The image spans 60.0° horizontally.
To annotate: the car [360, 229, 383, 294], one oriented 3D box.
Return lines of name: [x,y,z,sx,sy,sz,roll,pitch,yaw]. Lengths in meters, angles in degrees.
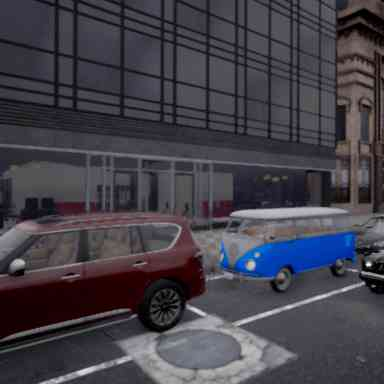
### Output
car: [5.793,1.564,7.502,4.718,1.301,1.895,0,0,-35]

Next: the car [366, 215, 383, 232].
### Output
car: [7.099,1.498,11.819,4.403,1.369,2.008,0,1,-35]

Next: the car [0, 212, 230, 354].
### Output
car: [-2.060,1.310,5.285,5.009,1.841,2.192,0,1,-35]

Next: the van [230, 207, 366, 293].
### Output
van: [2.520,1.313,8.551,3.998,1.788,1.690,0,1,-35]
